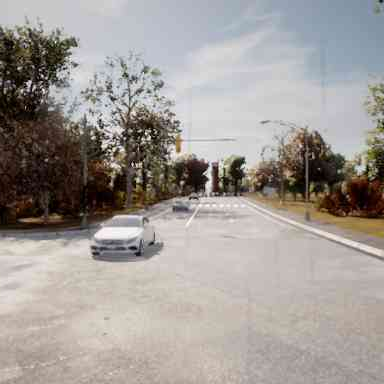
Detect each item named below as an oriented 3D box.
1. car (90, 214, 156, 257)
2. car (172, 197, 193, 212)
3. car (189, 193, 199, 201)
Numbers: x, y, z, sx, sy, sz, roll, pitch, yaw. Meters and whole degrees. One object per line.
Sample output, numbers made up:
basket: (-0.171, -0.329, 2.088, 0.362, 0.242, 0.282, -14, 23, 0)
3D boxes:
car: (-2.651, 1.664, 13.783, 1.812, 1.442, 4.674, 0, -1, 3)
car: (-1.262, 1.640, 39.401, 1.895, 1.301, 4.718, 0, 1, 3)
car: (0.364, 0.898, 64.971, 1.882, 1.535, 5.008, 0, 1, 4)
